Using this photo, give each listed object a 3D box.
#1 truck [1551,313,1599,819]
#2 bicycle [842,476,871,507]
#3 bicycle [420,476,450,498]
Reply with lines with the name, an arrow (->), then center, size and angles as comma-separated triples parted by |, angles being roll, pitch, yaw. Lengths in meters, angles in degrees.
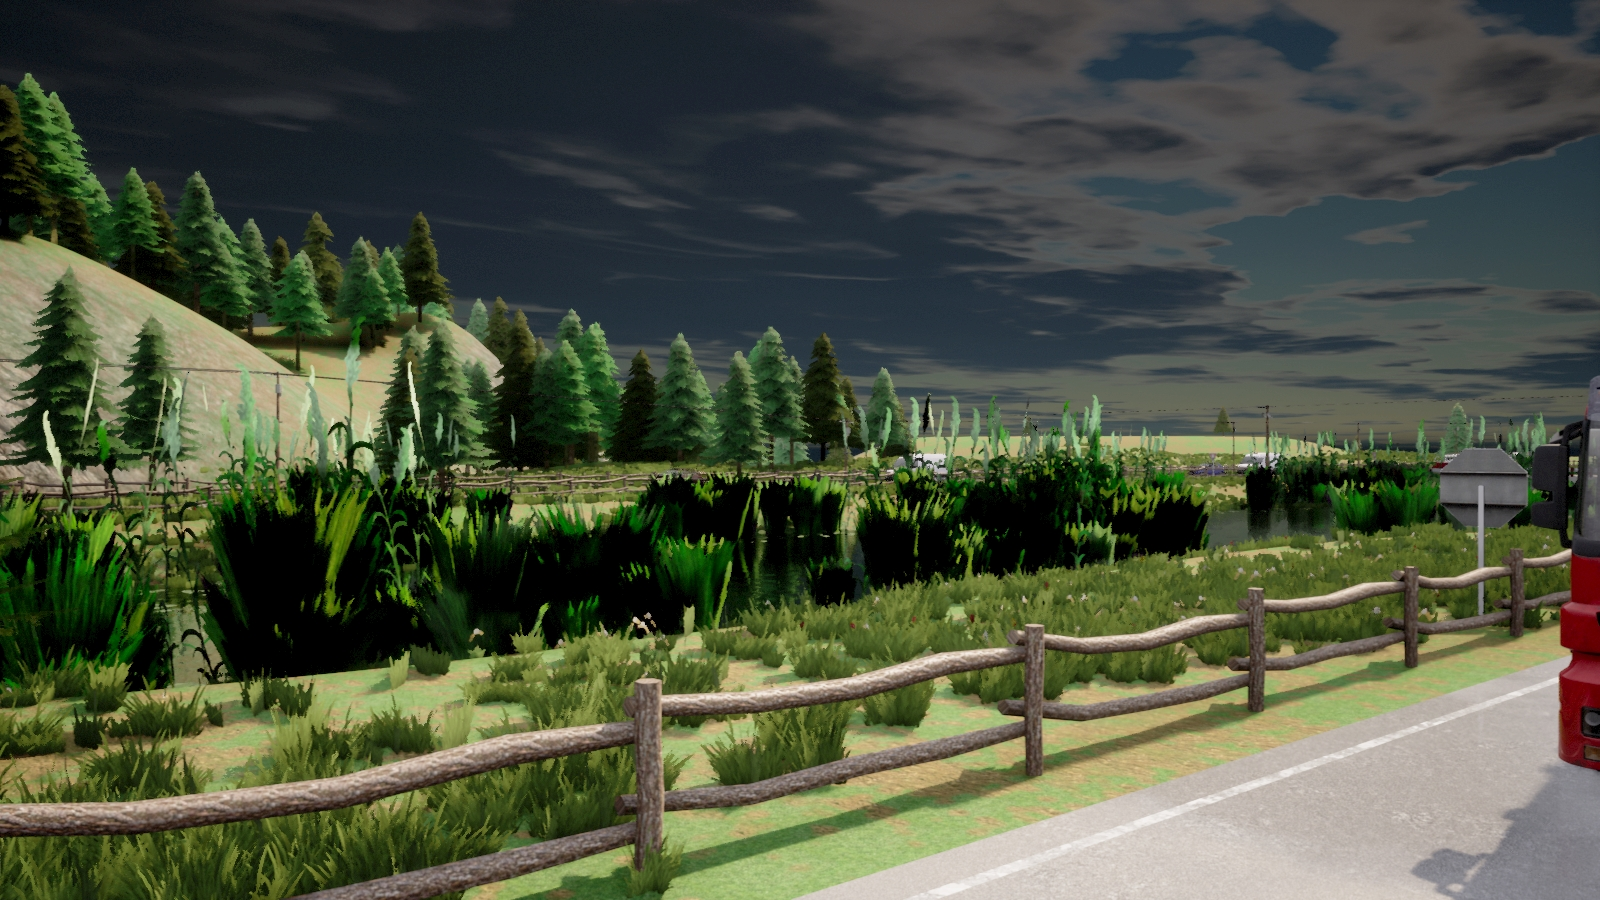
truck -> 9.734, 0.862, 11.012 | 2.891, 3.827, 8.468 | 0, 1, 42
bicycle -> 2.768, 2.029, 56.083 | 1.643, 1.496, 0.373 | 0, 0, -43
bicycle -> -21.448, 2.158, 67.124 | 0.859, 1.276, 1.487 | 0, 0, 44
